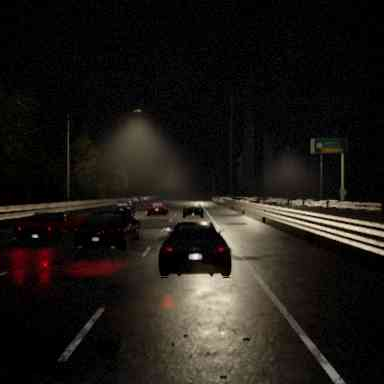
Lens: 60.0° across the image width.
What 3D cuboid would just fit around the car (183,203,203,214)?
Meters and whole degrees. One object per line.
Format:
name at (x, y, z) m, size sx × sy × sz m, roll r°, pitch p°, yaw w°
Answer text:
car at (0.111, 1.723, 32.167) m, size 1.895 × 1.301 × 4.718 m, roll 0°, pitch 0°, yaw 0°

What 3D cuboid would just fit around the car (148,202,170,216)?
car at (-3.389, 1.695, 34.305) m, size 1.994 × 1.385 × 4.181 m, roll 0°, pitch 0°, yaw 0°

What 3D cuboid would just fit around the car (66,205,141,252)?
car at (-3.405, 1.528, 14.248) m, size 1.882 × 1.535 × 5.008 m, roll 0°, pitch 0°, yaw 0°

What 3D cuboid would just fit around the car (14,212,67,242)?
car at (-6.898, 1.662, 16.870) m, size 1.895 × 1.301 × 4.718 m, roll 0°, pitch 0°, yaw 0°

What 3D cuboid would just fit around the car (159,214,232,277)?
car at (0.088, 1.600, 10.348) m, size 1.994 × 1.385 × 4.181 m, roll 0°, pitch 0°, yaw 0°

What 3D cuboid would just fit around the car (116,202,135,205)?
car at (-6.889, 1.694, 34.108) m, size 1.994 × 1.385 × 4.181 m, roll 0°, pitch 0°, yaw 0°
